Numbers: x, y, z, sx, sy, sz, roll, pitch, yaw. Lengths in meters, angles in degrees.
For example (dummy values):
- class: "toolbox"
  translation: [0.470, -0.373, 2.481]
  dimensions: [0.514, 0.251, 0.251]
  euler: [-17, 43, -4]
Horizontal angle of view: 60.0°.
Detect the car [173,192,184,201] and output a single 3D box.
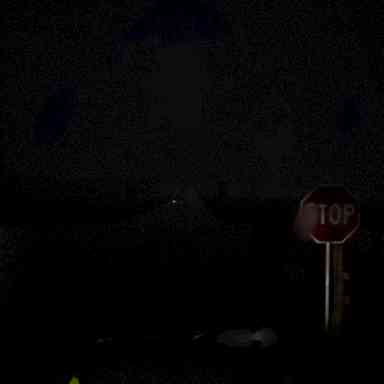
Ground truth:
- class: "car"
  translation: [-2.664, 0.826, 65.853]
  dimensions: [2.097, 1.767, 4.553]
  euler: [0, 1, 0]
